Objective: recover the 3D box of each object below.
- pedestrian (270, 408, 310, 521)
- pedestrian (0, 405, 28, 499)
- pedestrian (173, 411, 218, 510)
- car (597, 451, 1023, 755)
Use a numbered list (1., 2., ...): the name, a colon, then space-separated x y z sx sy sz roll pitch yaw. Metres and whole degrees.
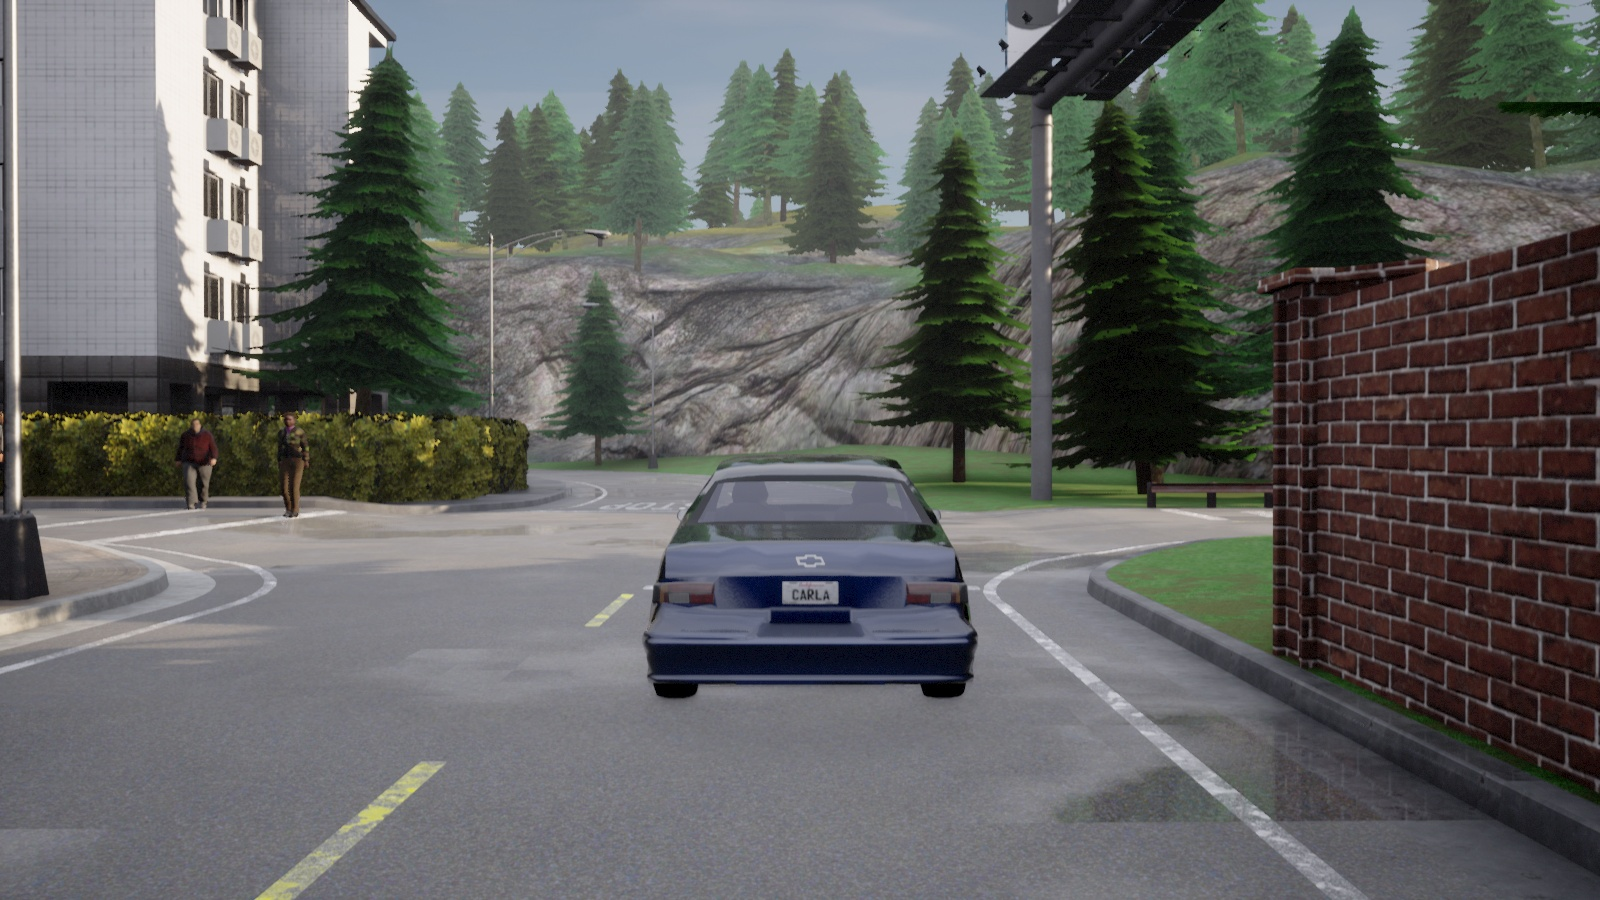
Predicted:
1. pedestrian: -8.818 0.246 21.732 0.395 1.930 0.692 0 0 1
2. pedestrian: -15.774 0.039 24.827 0.694 1.848 0.540 0 0 -7
3. pedestrian: -11.479 0.189 23.860 0.634 1.844 0.899 0 0 -16
4. car: 0.061 0.732 8.676 2.033 1.411 5.357 0 0 0
